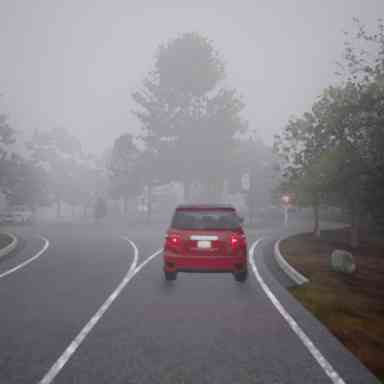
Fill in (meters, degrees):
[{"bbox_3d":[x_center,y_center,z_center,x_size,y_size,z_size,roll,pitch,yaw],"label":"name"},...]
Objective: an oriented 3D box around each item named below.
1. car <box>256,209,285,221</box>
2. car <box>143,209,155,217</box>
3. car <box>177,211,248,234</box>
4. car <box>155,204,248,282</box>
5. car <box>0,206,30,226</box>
[{"bbox_3d":[11.356,3.194,48.489,2.097,1.767,4.553,1,-3,-24],"label":"car"},{"bbox_3d":[-5.664,3.334,57.120,5.566,2.045,2.150,1,-3,-5],"label":"car"},{"bbox_3d":[1.524,2.236,24.934,5.008,1.535,1.882,1,-2,-16],"label":"car"},{"bbox_3d":[0.469,1.372,10.373,2.150,2.045,5.566,0,-1,4],"label":"car"},{"bbox_3d":[-18.889,2.469,35.560,2.150,2.045,5.566,0,-3,-16],"label":"car"}]
